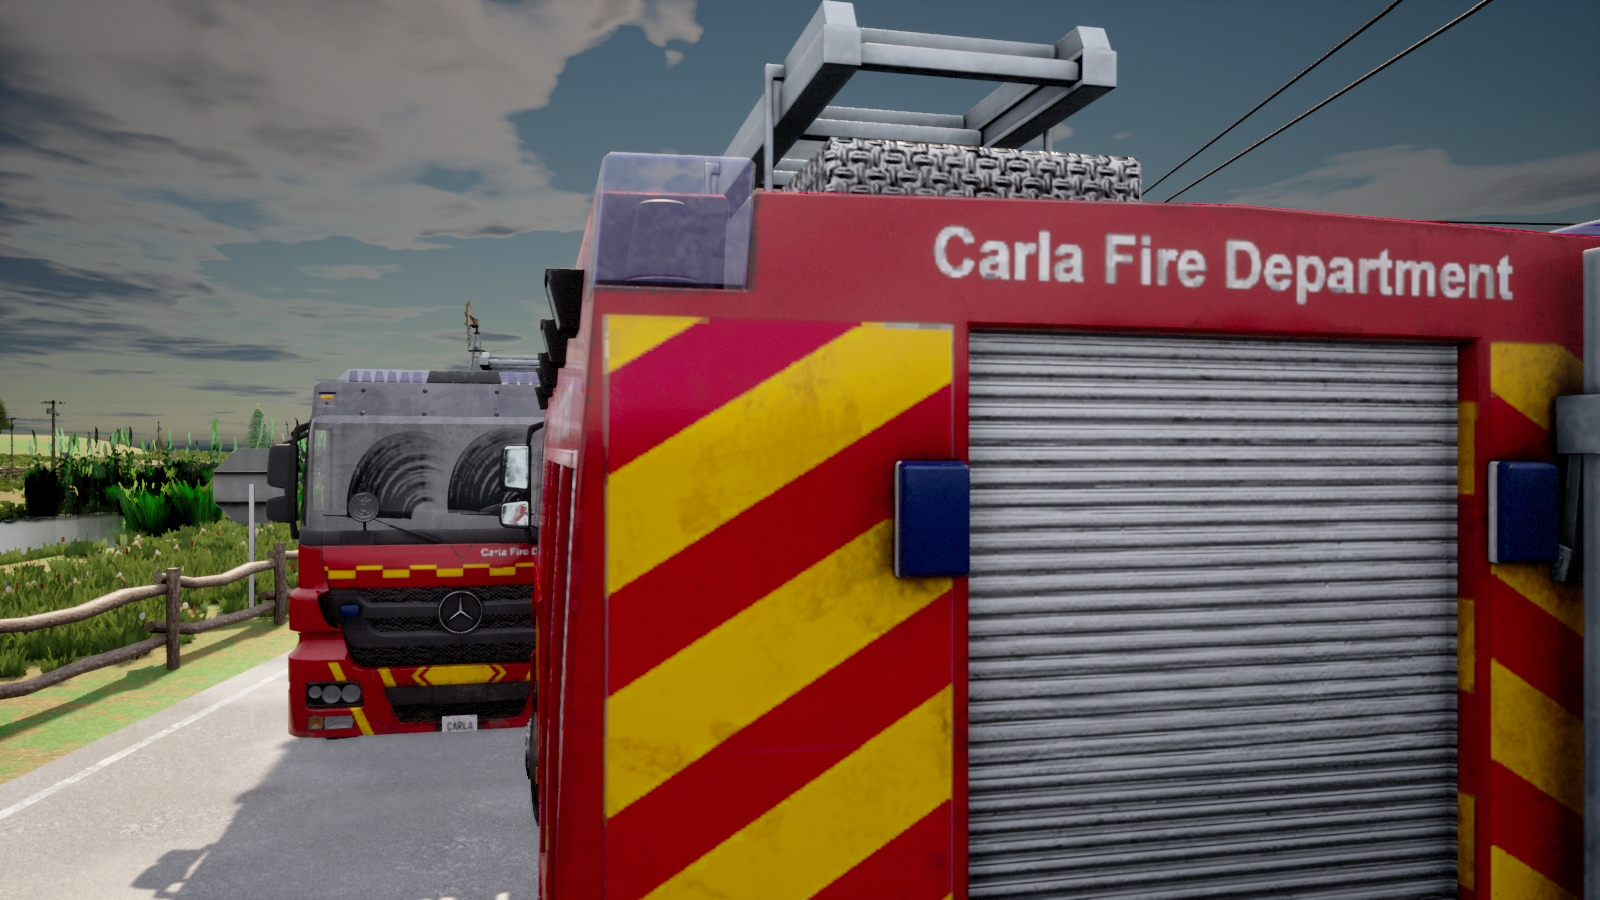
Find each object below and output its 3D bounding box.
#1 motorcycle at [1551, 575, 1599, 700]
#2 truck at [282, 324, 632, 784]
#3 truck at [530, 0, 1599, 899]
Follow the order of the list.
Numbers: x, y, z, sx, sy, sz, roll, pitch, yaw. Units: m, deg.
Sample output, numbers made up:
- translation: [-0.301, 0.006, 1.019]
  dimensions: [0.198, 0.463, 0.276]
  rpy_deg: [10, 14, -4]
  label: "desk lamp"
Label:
- translation: [9.815, 2.142, 13.181]
  dimensions: [1.805, 1.316, 0.856]
  rpy_deg: [0, 0, -7]
  label: "motorcycle"
- translation: [-3.885, 0.862, 13.971]
  dimensions: [2.891, 3.827, 8.468]
  rpy_deg: [0, 0, -13]
  label: "truck"
- translation: [-0.128, 0.866, 6.873]
  dimensions: [2.891, 3.827, 8.468]
  rpy_deg: [0, 0, -13]
  label: "truck"
